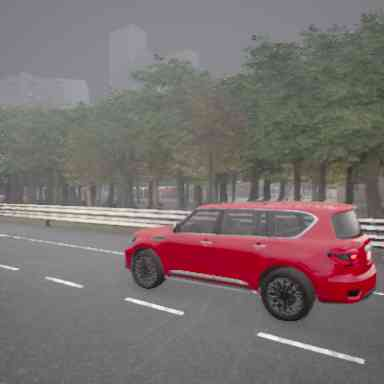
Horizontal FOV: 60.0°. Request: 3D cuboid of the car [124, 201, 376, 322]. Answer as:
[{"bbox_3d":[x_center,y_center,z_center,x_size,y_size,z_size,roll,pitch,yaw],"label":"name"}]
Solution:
[{"bbox_3d":[0.964,1.223,7.481,5.566,2.045,2.150,0,0,36],"label":"car"}]
